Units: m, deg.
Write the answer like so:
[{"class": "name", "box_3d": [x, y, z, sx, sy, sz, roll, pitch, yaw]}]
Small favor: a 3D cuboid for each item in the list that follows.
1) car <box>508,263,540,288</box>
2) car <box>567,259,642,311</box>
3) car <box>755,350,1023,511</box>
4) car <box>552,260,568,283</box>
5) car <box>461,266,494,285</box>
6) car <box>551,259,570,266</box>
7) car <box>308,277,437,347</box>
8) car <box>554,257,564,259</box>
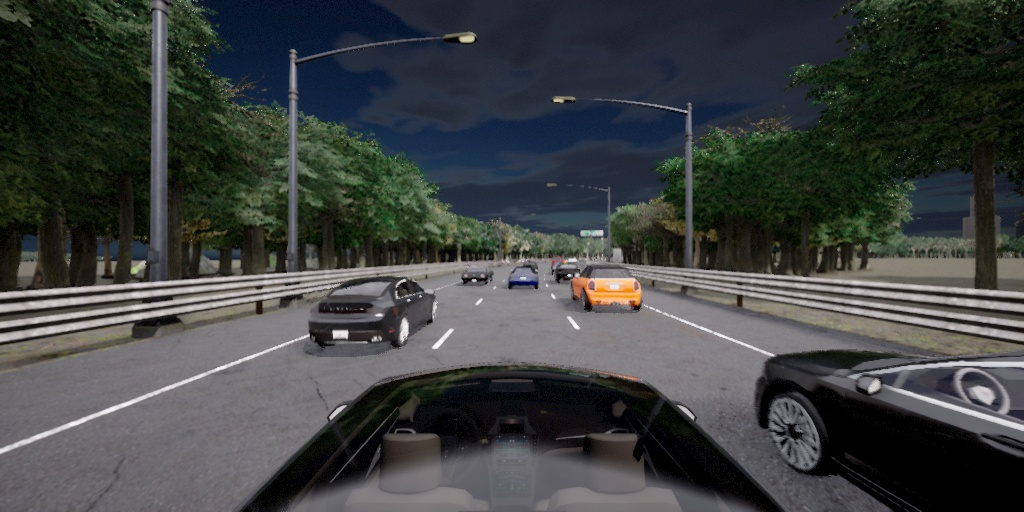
[{"class": "car", "box_3d": [0.821, 1.402, 24.657, 1.994, 1.385, 4.181, 0, 0, 3]}, {"class": "car", "box_3d": [3.757, 1.153, 14.998, 2.097, 1.767, 4.553, 0, 0, 2]}, {"class": "car", "box_3d": [3.515, 1.242, 1.868, 2.128, 1.511, 4.902, 0, 0, 0]}, {"class": "car", "box_3d": [4.517, 1.334, 29.430, 1.882, 1.535, 5.008, 0, 0, 4]}, {"class": "car", "box_3d": [-2.518, 1.449, 27.566, 1.895, 1.301, 4.718, 0, 0, 4]}, {"class": "car", "box_3d": [5.825, 1.450, 44.190, 2.033, 1.411, 5.357, 0, 0, 6]}, {"class": "car", "box_3d": [-3.283, 1.284, 9.372, 1.837, 1.490, 4.892, 0, 0, 1]}, {"class": "car", "box_3d": [7.821, 1.174, 59.756, 2.150, 2.045, 5.566, 0, 0, 9]}]
